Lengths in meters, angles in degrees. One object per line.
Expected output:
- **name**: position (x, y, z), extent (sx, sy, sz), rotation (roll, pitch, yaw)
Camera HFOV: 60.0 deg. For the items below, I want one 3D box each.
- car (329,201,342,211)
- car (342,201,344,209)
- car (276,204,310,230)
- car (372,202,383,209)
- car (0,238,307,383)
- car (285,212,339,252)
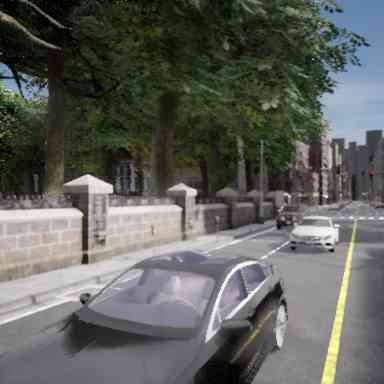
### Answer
- **car**: position (27.611, 2.933, 64.584), extent (1.752, 1.417, 4.829), rotation (-1, -1, 27)
- **car**: position (30.148, 3.067, 69.596), extent (2.008, 1.369, 4.403), rotation (-1, -1, 27)
- **car**: position (7.959, 1.897, 25.768), extent (2.192, 1.841, 5.009), rotation (-1, -1, 27)
- **car**: position (42.693, 3.072, 75.508), extent (1.967, 1.590, 4.097), rotation (-1, -2, 27)
- **car**: position (-0.096, 1.593, 4.155), extent (2.128, 1.511, 4.902), rotation (-1, -1, 27)
- **car**: position (5.972, 1.889, 15.927), extent (1.812, 1.442, 4.674), rotation (-1, -1, 27)
